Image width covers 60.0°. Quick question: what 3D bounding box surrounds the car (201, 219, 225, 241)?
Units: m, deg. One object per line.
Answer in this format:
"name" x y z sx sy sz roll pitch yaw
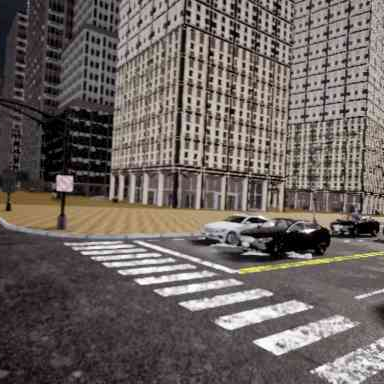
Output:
"car" 2.645 1.865 17.323 4.674 1.442 1.812 4 -1 -35

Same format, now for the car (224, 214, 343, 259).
"car" 4.031 1.879 14.300 4.902 1.511 2.128 4 -1 -37

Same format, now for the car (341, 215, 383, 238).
"car" 11.962 2.452 24.388 4.902 1.511 2.128 4 -1 -37
